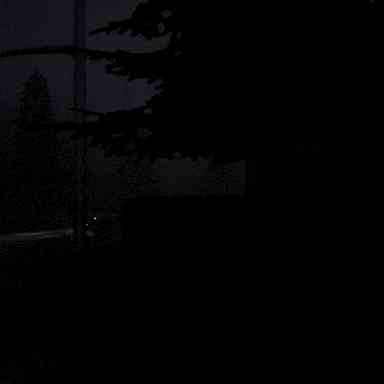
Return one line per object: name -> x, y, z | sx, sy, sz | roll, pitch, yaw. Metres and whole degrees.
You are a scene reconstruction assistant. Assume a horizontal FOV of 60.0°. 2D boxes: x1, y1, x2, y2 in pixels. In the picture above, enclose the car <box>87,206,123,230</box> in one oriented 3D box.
car -> -4.909, 1.586, 21.312 | 1.895, 1.301, 4.718 | 0, 0, 36
